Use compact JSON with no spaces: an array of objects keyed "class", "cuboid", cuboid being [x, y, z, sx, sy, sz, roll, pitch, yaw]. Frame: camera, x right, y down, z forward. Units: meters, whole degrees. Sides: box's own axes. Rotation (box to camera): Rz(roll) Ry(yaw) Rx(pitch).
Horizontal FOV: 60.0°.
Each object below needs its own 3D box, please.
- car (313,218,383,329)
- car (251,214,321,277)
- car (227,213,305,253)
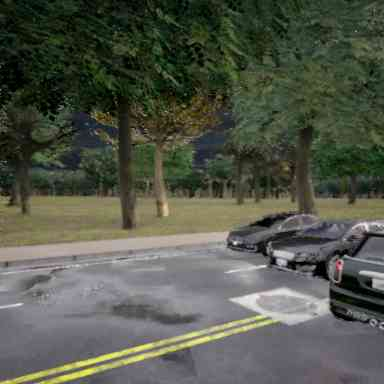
[{"class":"car","cuboid":[4.616,1.401,6.023,4.553,1.767,2.097,0,-1,-32]},{"class":"car","cuboid":[4.424,1.573,9.961,4.902,1.511,2.128,0,-1,-32]},{"class":"car","cuboid":[3.618,1.615,13.284,4.892,1.490,1.837,0,-1,-32]}]
